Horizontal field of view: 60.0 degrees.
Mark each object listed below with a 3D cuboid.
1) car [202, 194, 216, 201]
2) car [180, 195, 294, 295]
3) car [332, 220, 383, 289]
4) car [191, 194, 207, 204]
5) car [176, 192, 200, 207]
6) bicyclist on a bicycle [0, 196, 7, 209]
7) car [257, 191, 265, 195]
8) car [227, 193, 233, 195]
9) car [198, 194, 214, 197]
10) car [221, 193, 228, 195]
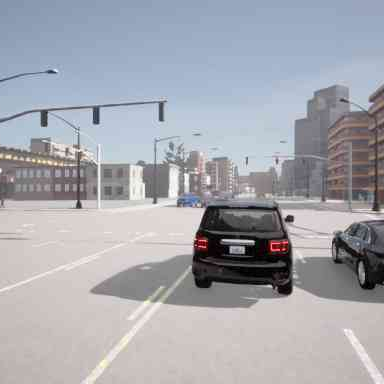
[{"bbox_3d":[3.456,1.075,68.235,2.033,1.411,5.357,0,1,12],"label":"car"},{"bbox_3d":[1.558,1.221,9.073,2.150,2.045,5.566,0,0,15],"label":"car"},{"bbox_3d":[5.118,1.505,8.945,1.837,1.490,4.892,0,0,11],"label":"car"},{"bbox_3d":[1.295,1.217,57.975,1.837,1.490,4.892,0,1,11],"label":"car"},{"bbox_3d":[-0.639,1.079,48.503,2.150,2.045,5.566,0,1,12],"label":"car"},{"bbox_3d":[-23.742,1.303,41.537,0.582,1.620,1.656,0,0,10],"label":"bicyclist on a bicycle"},{"bbox_3d":[17.620,0.559,85.140,2.097,1.767,4.553,0,1,11],"label":"car"},{"bbox_3d":[6.371,1.074,65.143,1.837,1.490,4.892,0,1,12],"label":"car"},{"bbox_3d":[2.436,1.381,46.090,1.837,1.490,4.892,0,1,12],"label":"car"},{"bbox_3d":[4.293,1.349,55.164,1.895,1.301,4.718,0,1,12],"label":"car"}]
